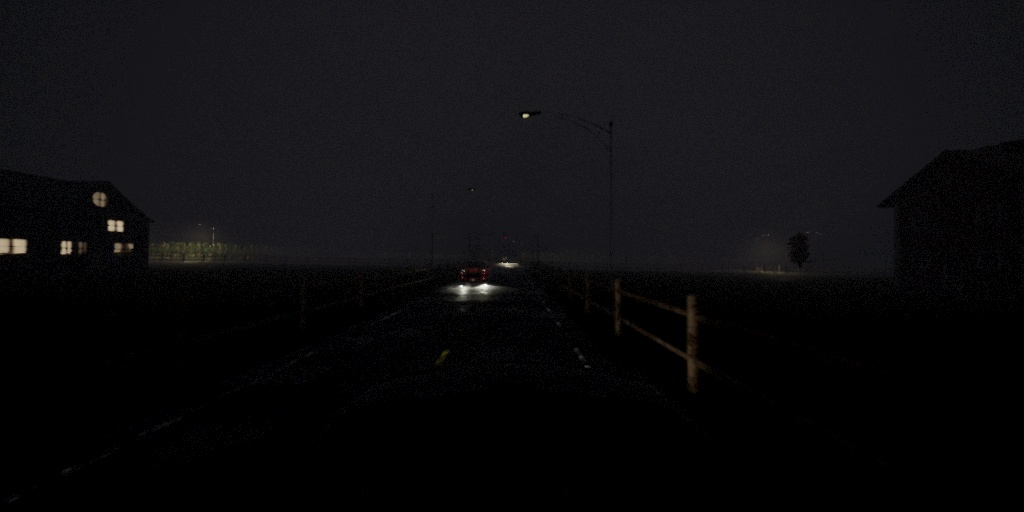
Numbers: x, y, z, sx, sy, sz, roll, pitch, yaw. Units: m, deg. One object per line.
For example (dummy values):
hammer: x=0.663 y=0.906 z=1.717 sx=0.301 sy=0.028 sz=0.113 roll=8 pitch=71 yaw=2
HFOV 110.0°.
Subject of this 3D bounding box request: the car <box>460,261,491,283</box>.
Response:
car: x=-2.852 y=1.167 z=28.409 sx=2.097 sy=1.767 sz=4.553 roll=0 pitch=0 yaw=0
